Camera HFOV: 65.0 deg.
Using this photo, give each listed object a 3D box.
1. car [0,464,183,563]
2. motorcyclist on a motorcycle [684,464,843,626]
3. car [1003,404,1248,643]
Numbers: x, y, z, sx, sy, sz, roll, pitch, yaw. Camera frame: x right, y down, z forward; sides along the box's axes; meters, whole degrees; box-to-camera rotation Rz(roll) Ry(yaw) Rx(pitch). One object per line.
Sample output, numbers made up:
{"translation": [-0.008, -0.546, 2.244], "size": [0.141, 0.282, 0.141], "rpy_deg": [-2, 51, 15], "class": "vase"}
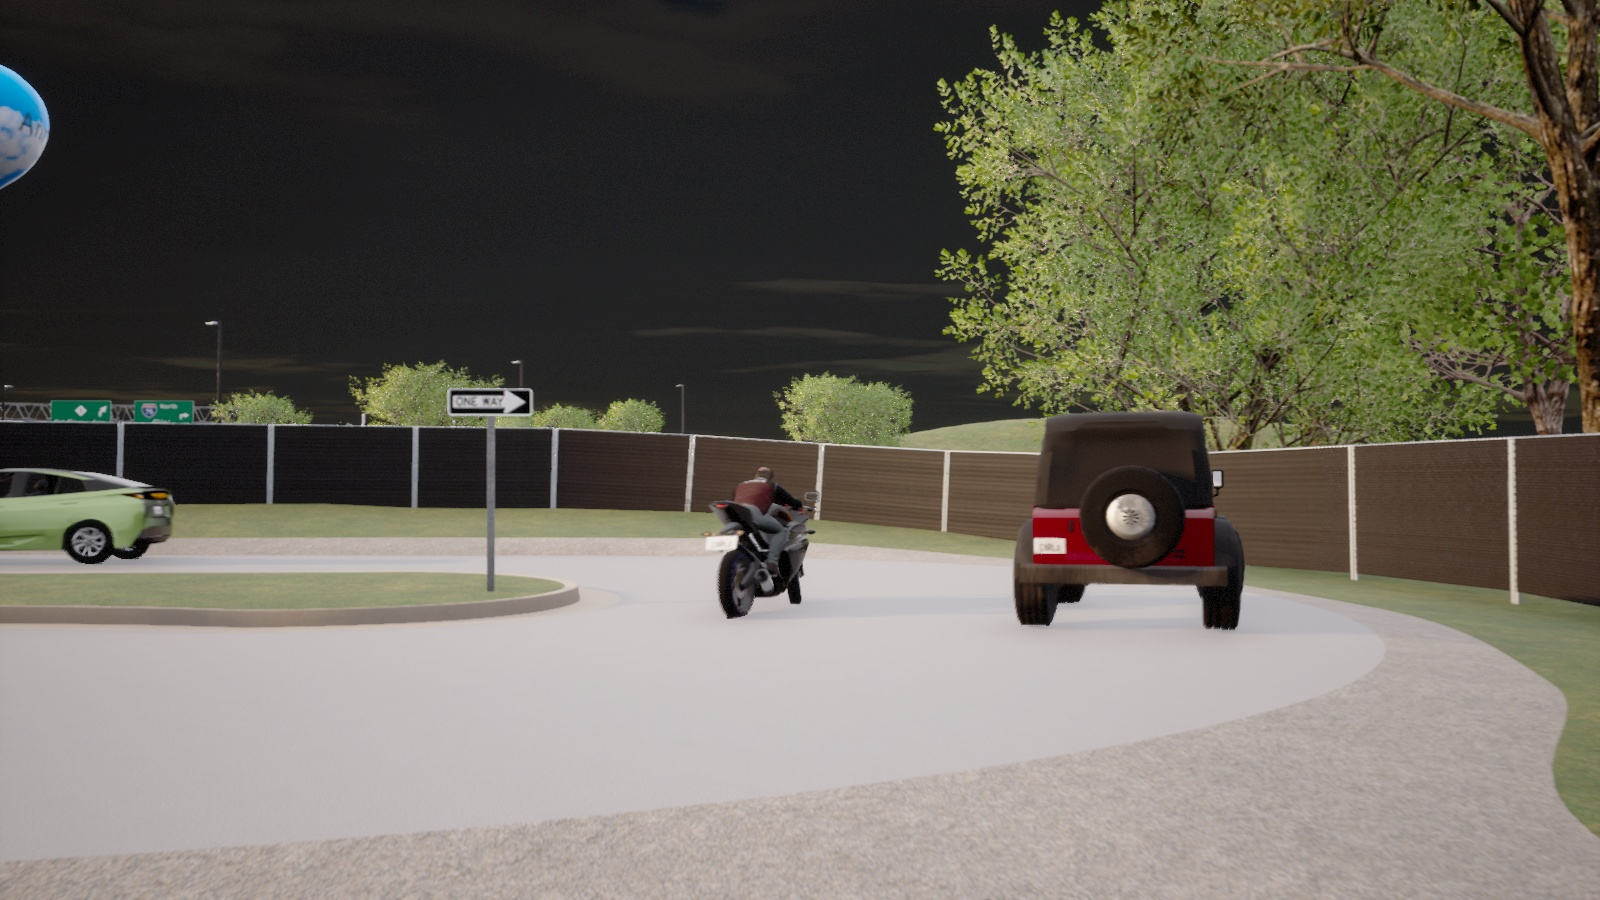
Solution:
{"translation": [-12.775, 1.009, 20.388], "size": [4.514, 1.525, 2.007], "rpy_deg": [1, -2, -8], "class": "car"}
{"translation": [-0.327, 0.955, 13.177], "size": [0.866, 1.530, 2.191], "rpy_deg": [-4, -3, 19], "class": "motorcyclist on a motorcycle"}
{"translation": [3.184, 0.647, 12.016], "size": [1.905, 1.878, 3.866], "rpy_deg": [-1, -2, 17], "class": "car"}
